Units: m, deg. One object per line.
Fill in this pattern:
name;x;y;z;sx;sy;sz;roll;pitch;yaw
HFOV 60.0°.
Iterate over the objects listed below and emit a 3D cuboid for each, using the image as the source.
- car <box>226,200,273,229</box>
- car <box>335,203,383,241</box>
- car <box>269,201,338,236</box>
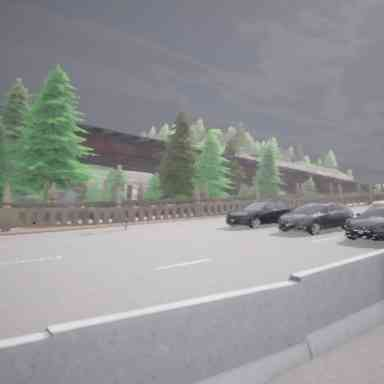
car;4.260;1.260;19.927;5.008;1.535;1.882;-1;1;-35
car;8.535;1.282;14.378;4.892;1.490;1.837;-1;1;-35
car;6.487;1.282;17.216;4.892;1.490;1.837;-1;1;-35
